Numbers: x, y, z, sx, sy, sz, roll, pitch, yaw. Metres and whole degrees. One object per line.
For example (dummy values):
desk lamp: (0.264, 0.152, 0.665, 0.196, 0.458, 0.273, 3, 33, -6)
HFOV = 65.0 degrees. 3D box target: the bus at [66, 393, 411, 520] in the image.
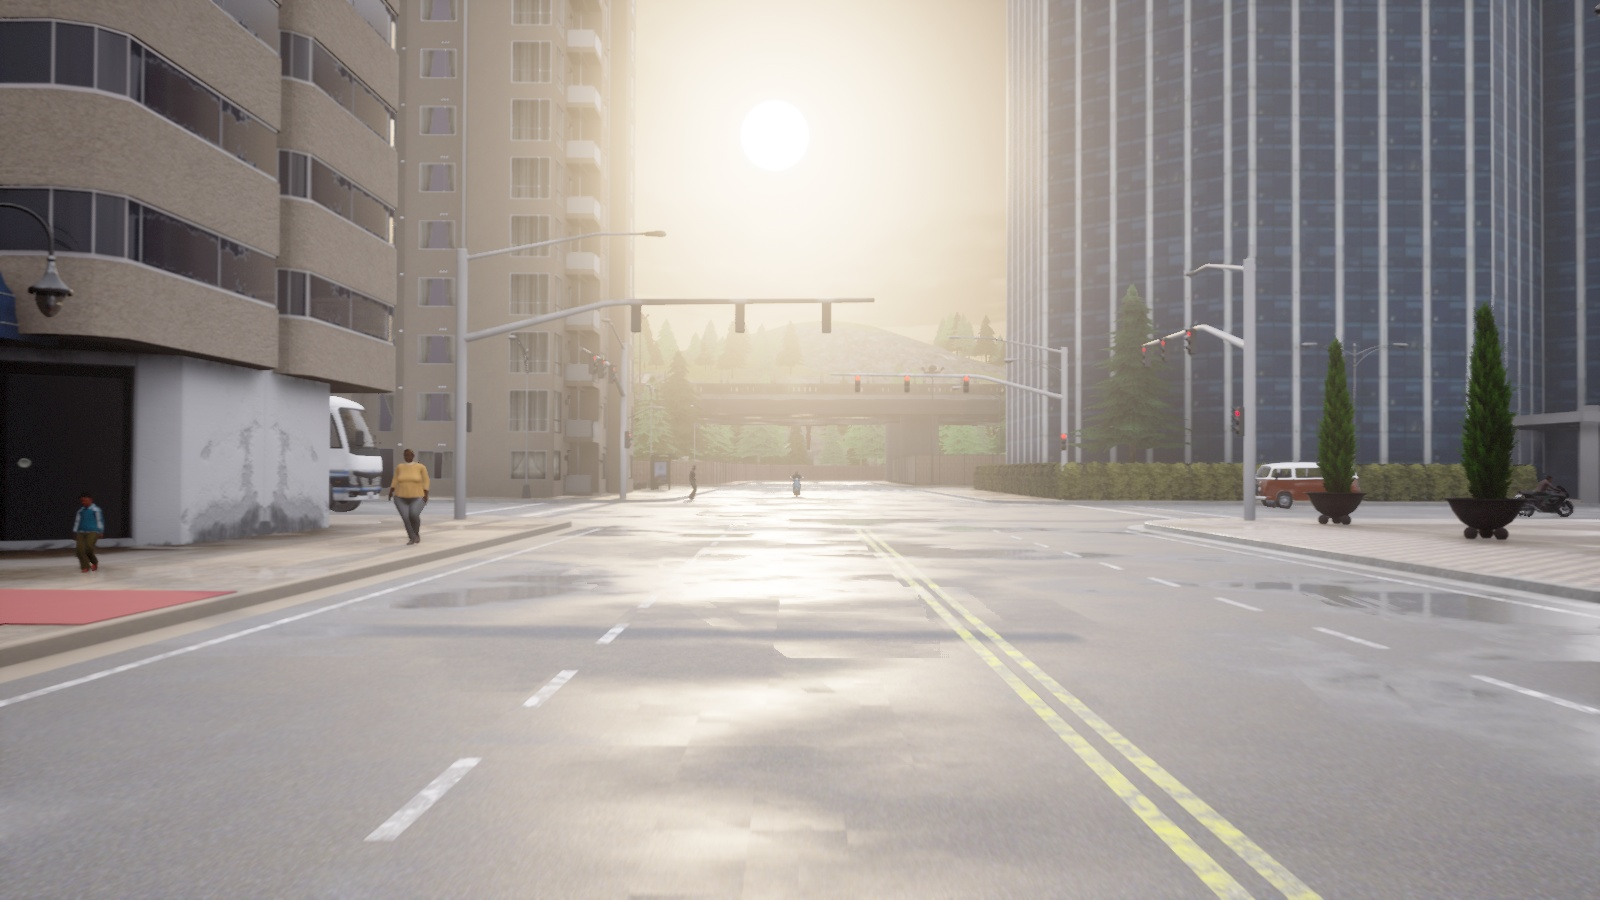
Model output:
bus: (-19.416, 0.253, 44.065, 10.273, 4.253, 3.944, 0, -1, -1)

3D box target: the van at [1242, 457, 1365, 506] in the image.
van: (22.024, 1.366, 55.066, 4.480, 2.038, 2.069, -1, -1, -1)

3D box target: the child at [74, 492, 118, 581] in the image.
child: (-9.622, 1.179, 17.163, 0.343, 1.192, 0.448, 0, -1, 1)

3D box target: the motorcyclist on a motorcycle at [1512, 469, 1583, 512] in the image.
motorcyclist on a motorcycle: (26.540, 1.438, 44.618, 2.044, 1.523, 0.797, 0, -1, -1)

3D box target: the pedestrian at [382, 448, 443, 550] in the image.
pedestrian: (-7.175, 0.892, 23.277, 0.874, 1.855, 0.900, 0, -1, -3)

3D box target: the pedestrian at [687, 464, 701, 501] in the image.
pedestrian: (-5.488, 1.696, 65.149, 0.666, 1.930, 0.402, 0, -1, 7)
